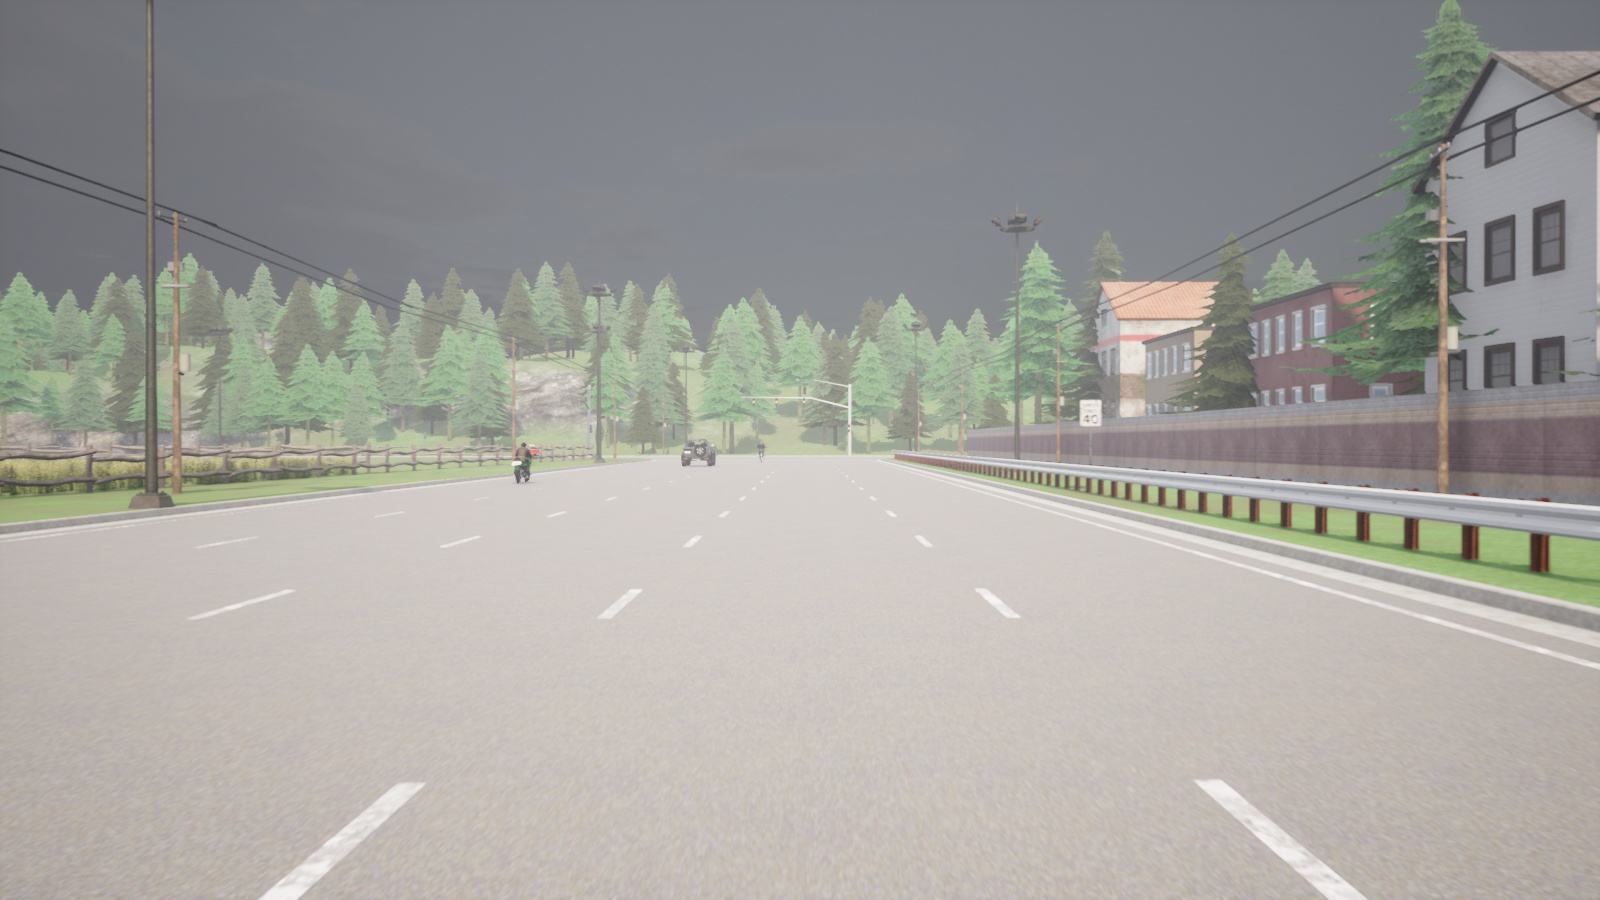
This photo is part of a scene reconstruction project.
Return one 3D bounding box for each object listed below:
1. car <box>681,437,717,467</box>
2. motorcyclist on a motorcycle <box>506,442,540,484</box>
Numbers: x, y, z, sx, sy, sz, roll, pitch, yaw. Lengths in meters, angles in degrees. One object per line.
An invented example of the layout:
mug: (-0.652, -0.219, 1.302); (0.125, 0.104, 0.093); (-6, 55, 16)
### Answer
car: (-6.521, 0.100, 81.298); (1.932, 1.855, 4.605); (0, 0, 0)
motorcyclist on a motorcycle: (-10.220, 0.459, 46.365); (0.797, 1.523, 2.044); (0, 0, 0)
